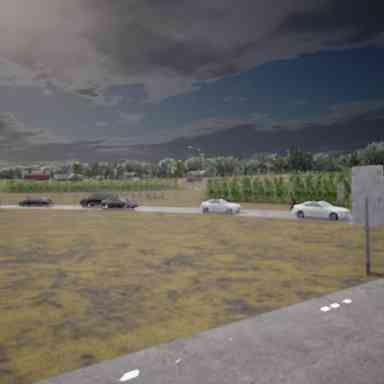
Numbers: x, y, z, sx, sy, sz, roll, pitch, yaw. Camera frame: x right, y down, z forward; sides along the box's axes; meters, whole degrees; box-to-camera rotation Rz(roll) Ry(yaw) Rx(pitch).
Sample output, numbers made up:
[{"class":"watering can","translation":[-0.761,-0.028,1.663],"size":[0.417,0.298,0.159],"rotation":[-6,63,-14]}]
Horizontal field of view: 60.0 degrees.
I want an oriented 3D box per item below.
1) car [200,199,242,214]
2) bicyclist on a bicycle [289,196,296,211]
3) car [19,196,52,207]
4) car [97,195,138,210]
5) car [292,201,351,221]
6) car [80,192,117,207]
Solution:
[{"class":"car","translation":[3.014,1.466,34.869],"size":[4.674,1.442,1.812],"rotation":[0,2,38]},{"class":"bicyclist on a bicycle","translation":[10.986,1.238,36.129],"size":[0.582,1.620,1.656],"rotation":[1,1,44]},{"class":"car","translation":[-23.021,1.376,48.902],"size":[4.674,1.442,1.812],"rotation":[0,1,7]},{"class":"car","translation":[-9.169,1.457,42.115],"size":[4.892,1.490,1.837],"rotation":[0,1,23]},{"class":"car","translation":[10.605,1.497,27.549],"size":[1.812,1.442,4.674],"rotation":[-3,2,-42]},{"class":"car","translation":[-12.967,1.091,46.606],"size":[5.566,2.045,2.150],"rotation":[0,2,18]}]
